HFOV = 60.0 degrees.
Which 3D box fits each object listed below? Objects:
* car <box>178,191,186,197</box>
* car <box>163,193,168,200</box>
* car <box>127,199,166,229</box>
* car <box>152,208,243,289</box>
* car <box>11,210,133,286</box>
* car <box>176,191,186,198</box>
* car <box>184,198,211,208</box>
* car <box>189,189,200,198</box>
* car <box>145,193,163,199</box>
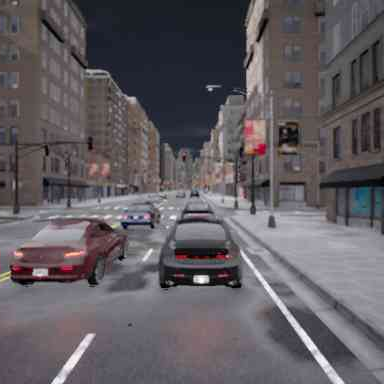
[{"bbox_3d":[-2.548,0.411,86.551,1.882,1.535,5.008,0,1,0],"label":"car"},{"bbox_3d":[-5.961,0.841,66.879,1.812,1.442,4.674,0,1,1],"label":"car"},{"bbox_3d":[-2.957,1.351,20.061,2.033,1.411,5.357,0,1,0],"label":"car"},{"bbox_3d":[0.203,1.420,8.913,1.837,1.490,4.892,0,1,1],"label":"car"},{"bbox_3d":[-3.036,1.439,9.030,1.812,1.442,4.674,0,1,1],"label":"car"},{"bbox_3d":[-2.624,0.755,76.551,1.994,1.385,4.181,0,1,0],"label":"car"},{"bbox_3d":[0.292,1.309,18.754,2.128,1.511,4.902,0,1,-1],"label":"car"},{"bbox_3d":[0.623,0.431,76.135,2.150,2.045,5.566,0,1,0],"label":"car"},{"bbox_3d":[-6.150,1.080,51.505,1.895,1.301,4.718,0,1,1],"label":"car"}]
